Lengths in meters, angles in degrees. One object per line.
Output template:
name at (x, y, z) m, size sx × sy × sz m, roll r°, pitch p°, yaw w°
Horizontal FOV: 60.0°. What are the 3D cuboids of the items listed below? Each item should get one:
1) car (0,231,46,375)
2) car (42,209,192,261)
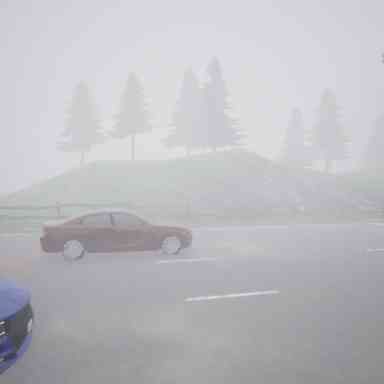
car at (-4.455, 1.411, 3.547) m, size 5.008 × 1.535 × 1.882 m, roll 0°, pitch 1°, yaw -15°
car at (-2.470, 1.323, 11.356) m, size 5.008 × 1.535 × 1.882 m, roll 0°, pitch 1°, yaw -15°
